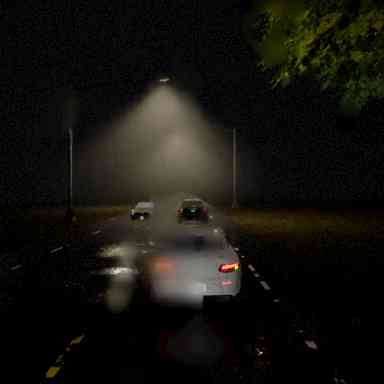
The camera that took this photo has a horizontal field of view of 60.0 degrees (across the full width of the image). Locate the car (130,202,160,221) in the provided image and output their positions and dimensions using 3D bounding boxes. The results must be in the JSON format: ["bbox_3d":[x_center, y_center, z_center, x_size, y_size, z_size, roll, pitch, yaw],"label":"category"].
[{"bbox_3d":[-3.649,1.482,26.815,2.033,1.411,5.357,0,0,0],"label":"car"}]

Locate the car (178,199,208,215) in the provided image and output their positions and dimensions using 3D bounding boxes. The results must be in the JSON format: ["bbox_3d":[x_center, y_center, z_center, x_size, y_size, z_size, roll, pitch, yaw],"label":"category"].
[{"bbox_3d":[0.059,1.300,24.793,2.097,1.767,4.553,0,0,0],"label":"car"}]

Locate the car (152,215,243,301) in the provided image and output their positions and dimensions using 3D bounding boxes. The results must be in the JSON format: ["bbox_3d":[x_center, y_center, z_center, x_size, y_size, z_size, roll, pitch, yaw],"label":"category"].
[{"bbox_3d":[0.103,1.524,8.181,1.812,1.442,4.674,0,0,0],"label":"car"}]
